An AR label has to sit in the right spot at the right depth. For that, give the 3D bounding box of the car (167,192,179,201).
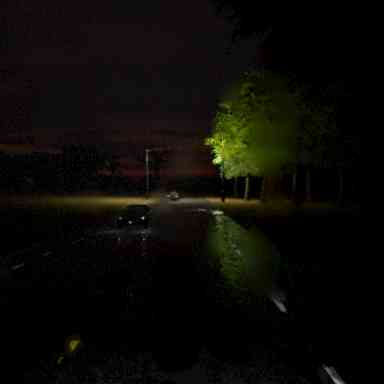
[{"bbox_3d":[-3.523,0.808,62.411,2.097,1.767,4.553,0,1,1],"label":"car"}]

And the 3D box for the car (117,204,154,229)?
[{"bbox_3d":[-3.599,1.502,21.747,1.812,1.442,4.674,0,0,0],"label":"car"}]
